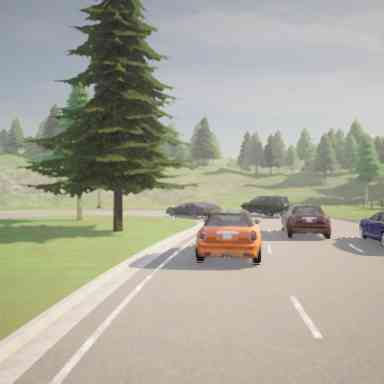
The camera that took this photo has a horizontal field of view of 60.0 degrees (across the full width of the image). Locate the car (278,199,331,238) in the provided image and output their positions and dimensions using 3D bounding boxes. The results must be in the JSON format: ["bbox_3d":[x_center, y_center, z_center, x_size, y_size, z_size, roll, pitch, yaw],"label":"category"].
[{"bbox_3d":[6.169,1.442,18.397,2.097,1.767,4.553,0,0,11],"label":"car"}]

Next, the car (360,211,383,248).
[{"bbox_3d":[9.009,1.552,14.746,1.882,1.535,5.008,0,0,11],"label":"car"}]

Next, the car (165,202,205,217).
[{"bbox_3d":[-0.200,1.697,31.927,5.357,1.411,2.033,0,-1,43],"label":"car"}]

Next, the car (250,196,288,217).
[{"bbox_3d":[7.281,1.382,33.270,2.150,2.045,5.566,1,-1,-32],"label":"car"}]

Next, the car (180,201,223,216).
[{"bbox_3d":[0.971,1.728,34.970,4.181,1.385,1.994,0,-1,41],"label":"car"}]

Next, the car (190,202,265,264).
[{"bbox_3d":[1.441,1.410,12.303,2.097,1.767,4.553,0,0,10],"label":"car"}]
